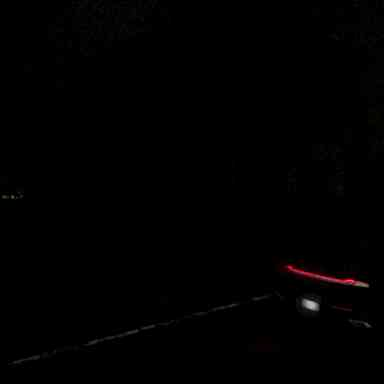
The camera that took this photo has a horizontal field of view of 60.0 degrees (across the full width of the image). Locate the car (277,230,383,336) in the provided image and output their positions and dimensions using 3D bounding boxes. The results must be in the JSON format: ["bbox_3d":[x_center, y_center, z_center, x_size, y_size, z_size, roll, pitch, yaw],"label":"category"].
[{"bbox_3d":[3.761,1.492,6.433,4.902,1.511,2.128,0,0,-36],"label":"car"}]
